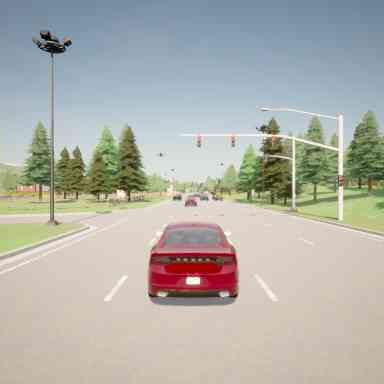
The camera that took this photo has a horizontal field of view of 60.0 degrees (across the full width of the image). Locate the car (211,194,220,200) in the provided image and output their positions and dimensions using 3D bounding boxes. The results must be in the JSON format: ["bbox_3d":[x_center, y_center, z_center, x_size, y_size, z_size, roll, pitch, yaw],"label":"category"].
[{"bbox_3d":[6.698,1.372,94.244,2.033,1.411,5.357,0,0,0],"label":"car"}]

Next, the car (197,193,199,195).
[{"bbox_3d":[3.198,1.357,94.232,2.128,1.511,4.902,0,0,0],"label":"car"}]

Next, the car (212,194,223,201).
[{"bbox_3d":[6.732,1.516,83.824,2.128,1.511,4.902,0,0,0],"label":"car"}]

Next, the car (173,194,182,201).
[{"bbox_3d":[-3.768,1.469,83.790,1.882,1.535,5.008,0,0,0],"label":"car"}]

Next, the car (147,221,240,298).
[{"bbox_3d":[0.036,1.478,8.586,1.882,1.535,5.008,0,0,0],"label":"car"}]

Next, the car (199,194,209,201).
[{"bbox_3d":[3.230,1.516,84.229,1.812,1.442,4.674,0,0,0],"label":"car"}]

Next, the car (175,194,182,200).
[{"bbox_3d":[-3.802,1.310,94.210,1.882,1.535,5.008,0,0,0],"label":"car"}]

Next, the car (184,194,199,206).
[{"bbox_3d":[-0.170,1.525,53.188,1.812,1.442,4.674,0,0,0],"label":"car"}]
